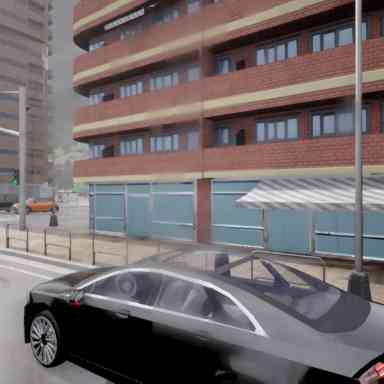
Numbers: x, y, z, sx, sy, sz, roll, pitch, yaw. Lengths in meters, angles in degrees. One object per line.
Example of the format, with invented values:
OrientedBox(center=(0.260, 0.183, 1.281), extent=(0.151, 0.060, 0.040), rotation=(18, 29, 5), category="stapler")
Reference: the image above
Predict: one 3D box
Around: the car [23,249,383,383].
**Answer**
OrientedBox(center=(-0.172, 1.491, 4.112), extent=(4.902, 1.511, 2.128), rotation=(0, 0, 35), category="car")

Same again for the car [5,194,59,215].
OrientedBox(center=(-16.249, 1.352, 34.471), extent=(2.097, 1.767, 4.553), rotation=(0, 0, 36), category="car")

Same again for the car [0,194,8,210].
OrientedBox(center=(-20.174, 1.221, 35.029), extent=(2.150, 2.045, 5.566), rotation=(0, 0, 35), category="car")
